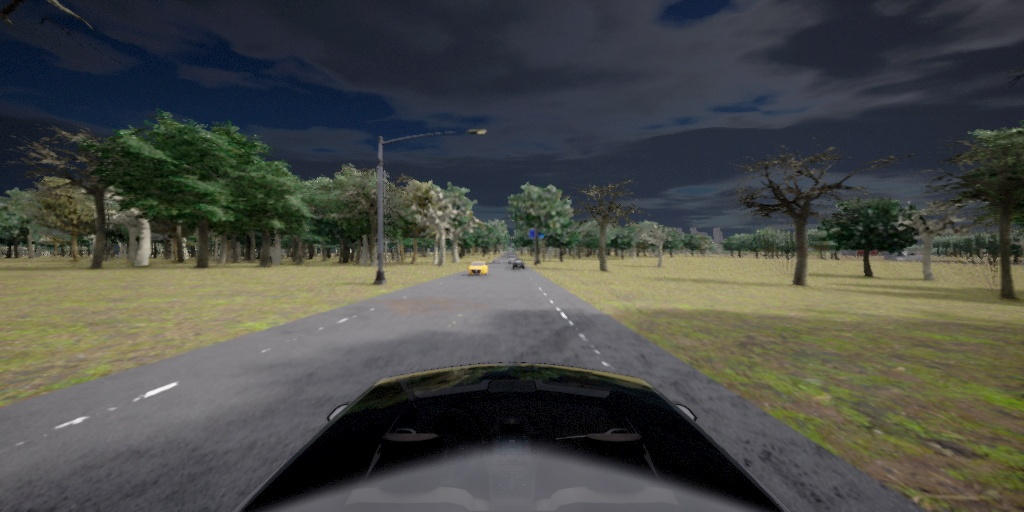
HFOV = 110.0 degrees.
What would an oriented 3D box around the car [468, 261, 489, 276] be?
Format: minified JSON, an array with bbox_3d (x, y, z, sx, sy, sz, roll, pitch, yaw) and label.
[{"bbox_3d":[-3.579,1.304,38.459,1.882,1.535,5.008,0,0,0],"label":"car"}]

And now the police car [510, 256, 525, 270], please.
[{"bbox_3d":[1.035,1.297,56.225,1.930,1.638,5.238,0,0,0],"label":"police car"}]
